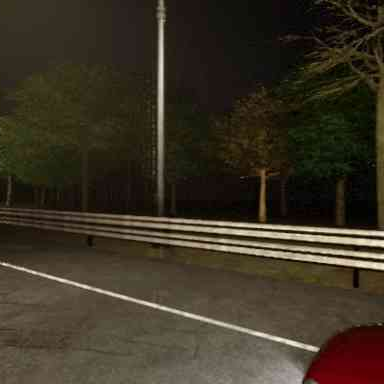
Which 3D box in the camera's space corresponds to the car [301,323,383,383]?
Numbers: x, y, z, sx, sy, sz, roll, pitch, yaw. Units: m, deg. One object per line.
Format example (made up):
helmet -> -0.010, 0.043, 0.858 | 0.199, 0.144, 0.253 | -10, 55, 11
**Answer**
car -> 2.811, 1.568, 2.027 | 4.181, 1.385, 1.994 | 0, 0, 35
